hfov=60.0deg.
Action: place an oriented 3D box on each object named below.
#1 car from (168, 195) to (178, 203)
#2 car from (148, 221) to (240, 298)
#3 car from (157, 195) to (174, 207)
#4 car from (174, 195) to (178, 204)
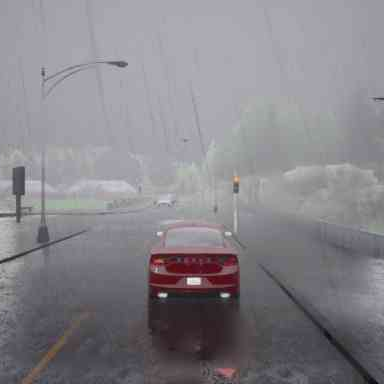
[{"bbox_3d":[-4.050,1.500,70.865,1.837,1.490,4.892,0,0,0],"label":"car"},{"bbox_3d":[0.053,1.478,8.550,1.882,1.535,5.008,0,0,0],"label":"car"},{"bbox_3d":[-4.130,1.526,50.781,1.812,1.442,4.674,0,0,0],"label":"car"},{"bbox_3d":[-4.123,1.526,60.699,1.812,1.442,4.674,0,0,1],"label":"car"}]
